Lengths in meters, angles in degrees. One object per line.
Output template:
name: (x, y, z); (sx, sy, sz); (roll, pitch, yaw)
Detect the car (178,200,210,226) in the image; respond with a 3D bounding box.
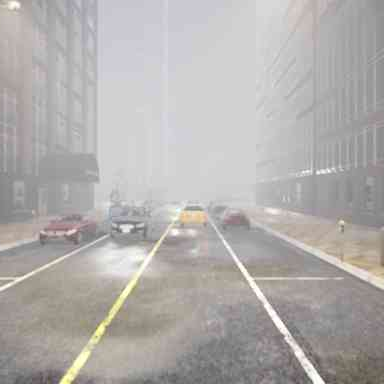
car: (0.117, 1.560, 24.332); (1.801, 1.575, 5.366); (0, 0, 0)

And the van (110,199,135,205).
van: (-5.671, 1.456, 27.237); (1.690, 1.788, 3.998); (0, 0, 0)

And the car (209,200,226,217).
car: (2.714, 1.689, 32.920); (2.008, 1.369, 4.403); (0, 0, 0)

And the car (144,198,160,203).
car: (-5.658, 1.767, 44.313); (1.802, 1.307, 4.206); (0, 0, 0)

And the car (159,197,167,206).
car: (-5.649, 1.805, 55.701); (1.802, 1.307, 4.206); (0, 0, 0)

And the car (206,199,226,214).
car: (2.719, 1.602, 38.612); (1.967, 1.590, 4.097); (0, 0, 0)

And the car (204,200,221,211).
car: (2.723, 1.735, 44.305); (2.008, 1.369, 4.403); (0, 0, 0)

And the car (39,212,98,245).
car: (-5.679, 1.649, 15.852); (1.802, 1.307, 4.206); (0, 0, 0)

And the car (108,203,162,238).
car: (-3.087, 1.568, 18.092); (2.128, 1.511, 4.902); (0, 0, 0)

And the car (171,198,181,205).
car: (-2.954, 1.812, 63.602); (2.033, 1.411, 5.357); (0, 0, 0)

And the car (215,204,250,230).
car: (2.706, 1.673, 21.535); (1.802, 1.307, 4.206); (0, 0, 0)

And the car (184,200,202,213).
car: (0.131, 1.721, 41.470); (2.033, 1.411, 5.357); (0, 0, 0)

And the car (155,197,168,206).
car: (-5.644, 1.678, 61.394); (1.967, 1.590, 4.097); (0, 0, 0)
